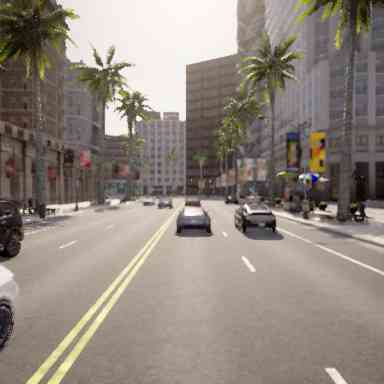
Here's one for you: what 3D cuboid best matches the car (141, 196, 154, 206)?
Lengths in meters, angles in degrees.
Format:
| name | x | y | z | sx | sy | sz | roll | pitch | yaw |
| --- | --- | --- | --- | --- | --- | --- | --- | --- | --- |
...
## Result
| name | x | y | z | sx | sy | sz | roll | pitch | yaw |
| --- | --- | --- | --- | --- | --- | --- | --- | --- | --- |
| car | -6.908 | 1.457 | 53.450 | 1.812 | 1.442 | 4.674 | 0 | 0 | 1 |

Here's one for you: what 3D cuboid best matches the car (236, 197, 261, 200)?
| name | x | y | z | sx | sy | sz | roll | pitch | yaw |
| --- | --- | --- | --- | --- | --- | --- | --- | --- | --- |
| car | 6.594 | 1.307 | 36.950 | 2.185 | 1.767 | 4.553 | 0 | 0 | 0 |

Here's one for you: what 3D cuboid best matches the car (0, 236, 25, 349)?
| name | x | y | z | sx | sy | sz | roll | pitch | yaw |
| --- | --- | --- | --- | --- | --- | --- | --- | --- | --- |
| car | -3.601 | 1.521 | 3.412 | 1.812 | 1.442 | 4.674 | 0 | 0 | 0 |

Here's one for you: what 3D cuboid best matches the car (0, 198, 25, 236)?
| name | x | y | z | sx | sy | sz | roll | pitch | yaw |
| --- | --- | --- | --- | --- | --- | --- | --- | --- | --- |
| car | -7.101 | 1.209 | 9.746 | 2.150 | 2.045 | 5.566 | 0 | 0 | 0 |

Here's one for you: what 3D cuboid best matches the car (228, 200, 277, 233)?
| name | x | y | z | sx | sy | sz | roll | pitch | yaw |
| --- | --- | --- | --- | --- | --- | --- | --- | --- | --- |
| car | 3.598 | 1.467 | 19.522 | 2.128 | 1.511 | 4.902 | 0 | 0 | 0 |

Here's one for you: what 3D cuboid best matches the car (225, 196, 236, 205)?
| name | x | y | z | sx | sy | sz | roll | pitch | yaw |
| --- | --- | --- | --- | --- | --- | --- | --- | --- | --- |
| car | 6.901 | 1.438 | 58.879 | 2.161 | 1.482 | 4.786 | 0 | 0 | 0 |

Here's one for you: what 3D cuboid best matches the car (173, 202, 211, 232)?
| name | x | y | z | sx | sy | sz | roll | pitch | yaw |
| --- | --- | --- | --- | --- | --- | --- | --- | --- | --- |
| car | 0.097 | 1.538 | 19.919 | 1.994 | 1.385 | 4.181 | 0 | 0 | 0 |

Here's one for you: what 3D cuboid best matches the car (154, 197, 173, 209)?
| name | x | y | z | sx | sy | sz | roll | pitch | yaw |
| --- | --- | --- | --- | --- | --- | --- | --- | --- | --- |
| car | -3.543 | 1.468 | 44.494 | 1.812 | 1.442 | 4.674 | 0 | 0 | 1 |

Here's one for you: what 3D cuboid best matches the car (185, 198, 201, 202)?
| name | x | y | z | sx | sy | sz | roll | pitch | yaw |
| --- | --- | --- | --- | --- | --- | --- | --- | --- | --- |
| car | 0.103 | 1.427 | 40.080 | 1.882 | 1.535 | 5.008 | 0 | 0 | 0 |
